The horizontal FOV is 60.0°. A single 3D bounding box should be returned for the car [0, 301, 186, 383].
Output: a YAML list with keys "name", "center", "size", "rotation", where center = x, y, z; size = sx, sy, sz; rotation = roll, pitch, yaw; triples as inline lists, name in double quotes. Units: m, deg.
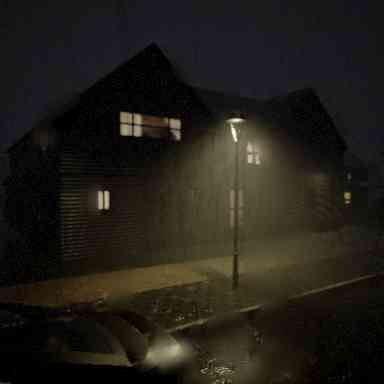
- name: "car"
  center: [-2.214, 1.481, 1.491]
  size: [4.902, 1.511, 2.128]
  rotation: [1, 0, -36]
